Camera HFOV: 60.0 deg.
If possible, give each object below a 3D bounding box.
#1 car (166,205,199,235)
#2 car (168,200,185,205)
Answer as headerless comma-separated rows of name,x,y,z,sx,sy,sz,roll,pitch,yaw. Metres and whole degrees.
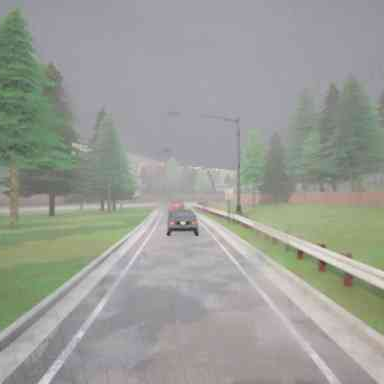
car,-0.591,1.755,20.445,2.033,1.411,5.357,0,-1,-2
car,-1.932,1.772,41.204,2.097,1.767,4.553,0,-1,-4
